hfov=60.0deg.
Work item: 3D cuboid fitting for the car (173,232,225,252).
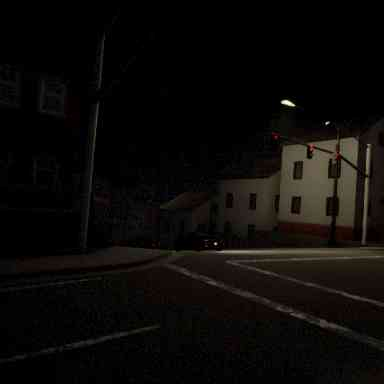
[{"bbox_3d":[0.412,3.531,23.618,1.994,1.385,4.181,6,-12,-35],"label":"car"}]

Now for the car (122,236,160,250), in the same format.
[{"bbox_3d":[-4.799,4.814,30.833,1.882,1.535,5.008,6,-15,-35],"label":"car"}]
